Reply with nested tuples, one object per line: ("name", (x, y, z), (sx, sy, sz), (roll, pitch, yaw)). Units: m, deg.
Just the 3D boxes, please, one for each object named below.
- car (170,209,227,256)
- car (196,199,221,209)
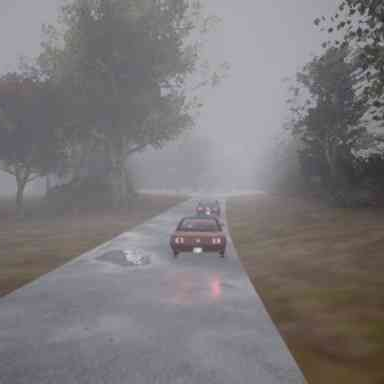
("car", (0.330, 1.579, 13.029), (1.895, 1.301, 4.718), (0, 1, 4))
("car", (1.452, 1.238, 27.862), (1.895, 1.301, 4.718), (0, 2, 6))
